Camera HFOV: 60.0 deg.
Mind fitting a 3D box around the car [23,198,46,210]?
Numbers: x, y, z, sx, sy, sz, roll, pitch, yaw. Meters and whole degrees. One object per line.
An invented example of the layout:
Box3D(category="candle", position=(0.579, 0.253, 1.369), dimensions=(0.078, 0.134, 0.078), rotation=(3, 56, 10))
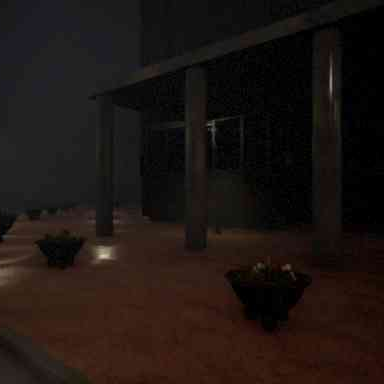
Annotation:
Box3D(category="car", position=(-20.920, 1.496, 44.312), dimensions=(2.128, 1.511, 4.902), rotation=(0, 0, -10))
